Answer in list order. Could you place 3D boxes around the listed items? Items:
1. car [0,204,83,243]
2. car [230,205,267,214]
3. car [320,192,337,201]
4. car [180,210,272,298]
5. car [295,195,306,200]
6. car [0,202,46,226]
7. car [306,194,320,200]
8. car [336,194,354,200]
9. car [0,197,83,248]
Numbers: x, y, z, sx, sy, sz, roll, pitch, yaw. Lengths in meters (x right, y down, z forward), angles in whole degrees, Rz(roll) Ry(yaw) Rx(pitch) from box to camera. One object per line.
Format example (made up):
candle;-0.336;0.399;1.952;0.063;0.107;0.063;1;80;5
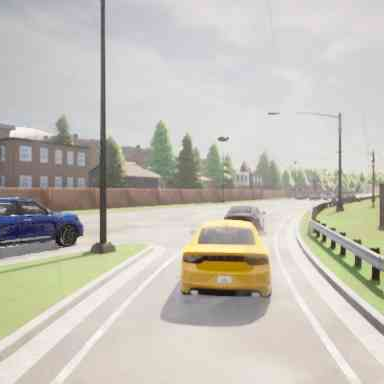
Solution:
car;-8.100;1.476;16.714;1.837;1.490;4.892;0;1;33
car;2.888;1.472;18.089;1.837;1.490;4.892;0;0;16
car;33.932;1.070;81.936;2.150;2.045;5.566;0;0;33
car;0.914;1.462;8.597;1.882;1.535;5.008;0;0;7
car;28.036;1.379;85.710;2.033;1.411;5.357;0;0;33
car;-12.602;1.485;22.633;1.812;1.442;4.674;0;0;33
car;30.976;1.382;83.811;2.033;1.411;5.357;0;0;33
car;36.855;1.388;80.012;2.033;1.411;5.357;0;0;33
car;-6.767;1.198;12.333;2.150;2.045;5.566;0;0;33
